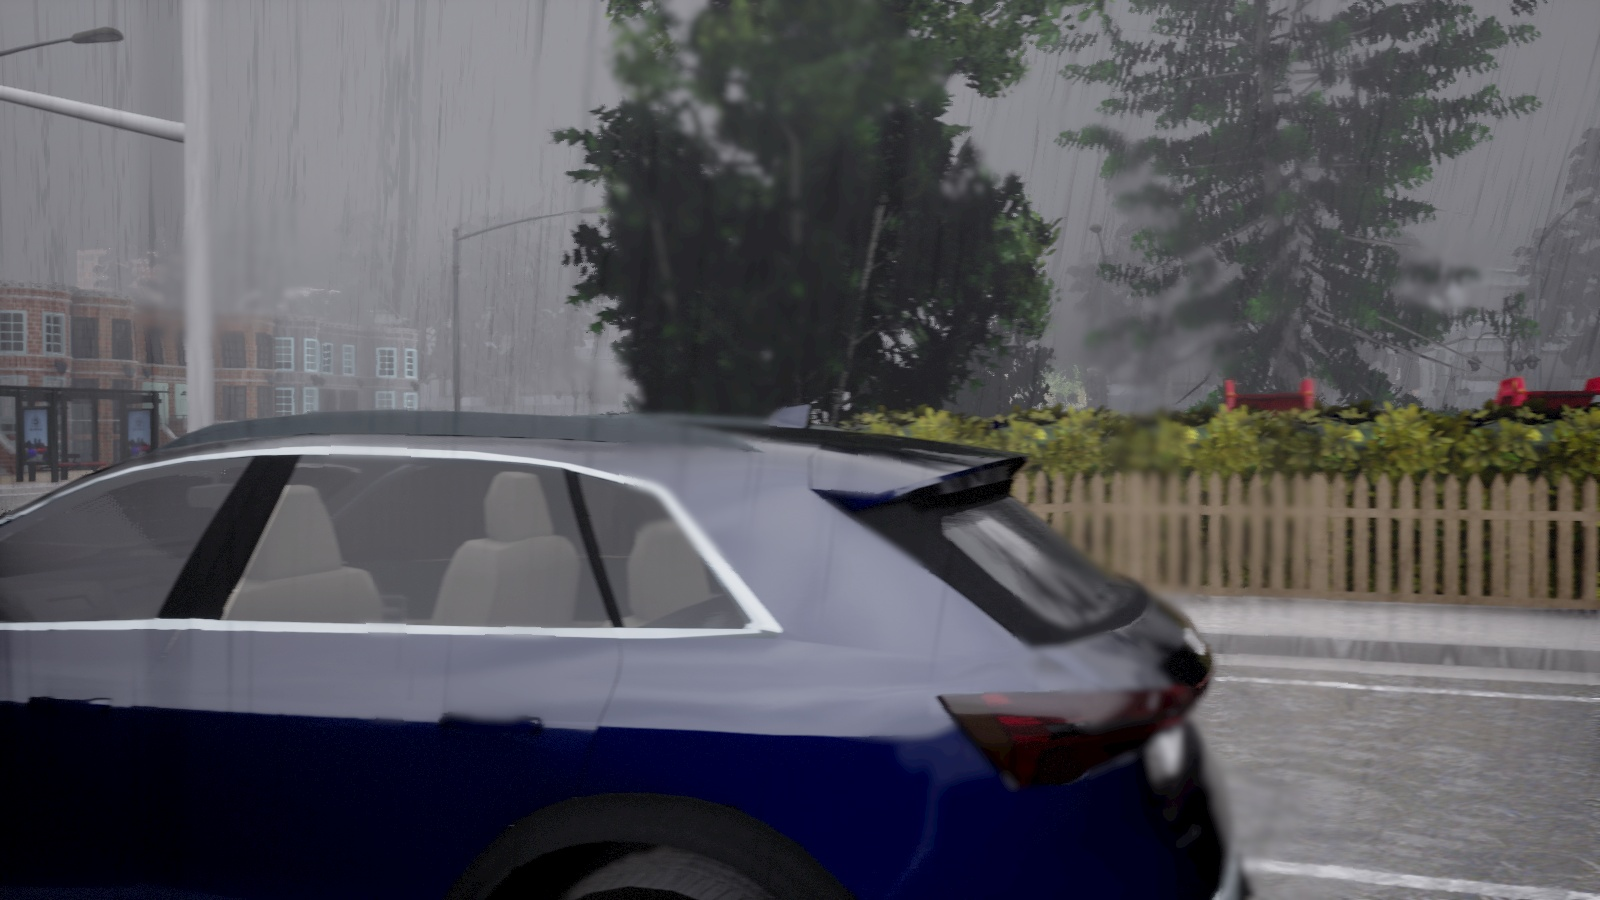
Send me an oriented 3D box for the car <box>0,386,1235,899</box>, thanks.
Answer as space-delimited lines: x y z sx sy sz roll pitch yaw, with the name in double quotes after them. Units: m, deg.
-1.326 0.693 3.639 4.856 1.649 2.033 1 1 19 "car"
